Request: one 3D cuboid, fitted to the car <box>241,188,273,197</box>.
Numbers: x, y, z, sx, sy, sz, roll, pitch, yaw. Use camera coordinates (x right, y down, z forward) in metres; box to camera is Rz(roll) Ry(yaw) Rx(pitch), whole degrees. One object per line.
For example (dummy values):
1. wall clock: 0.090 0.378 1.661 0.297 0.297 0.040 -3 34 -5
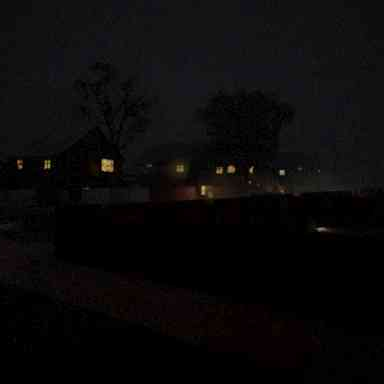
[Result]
1. car: 7.414 0.349 37.652 2.128 1.511 4.902 3 3 40
